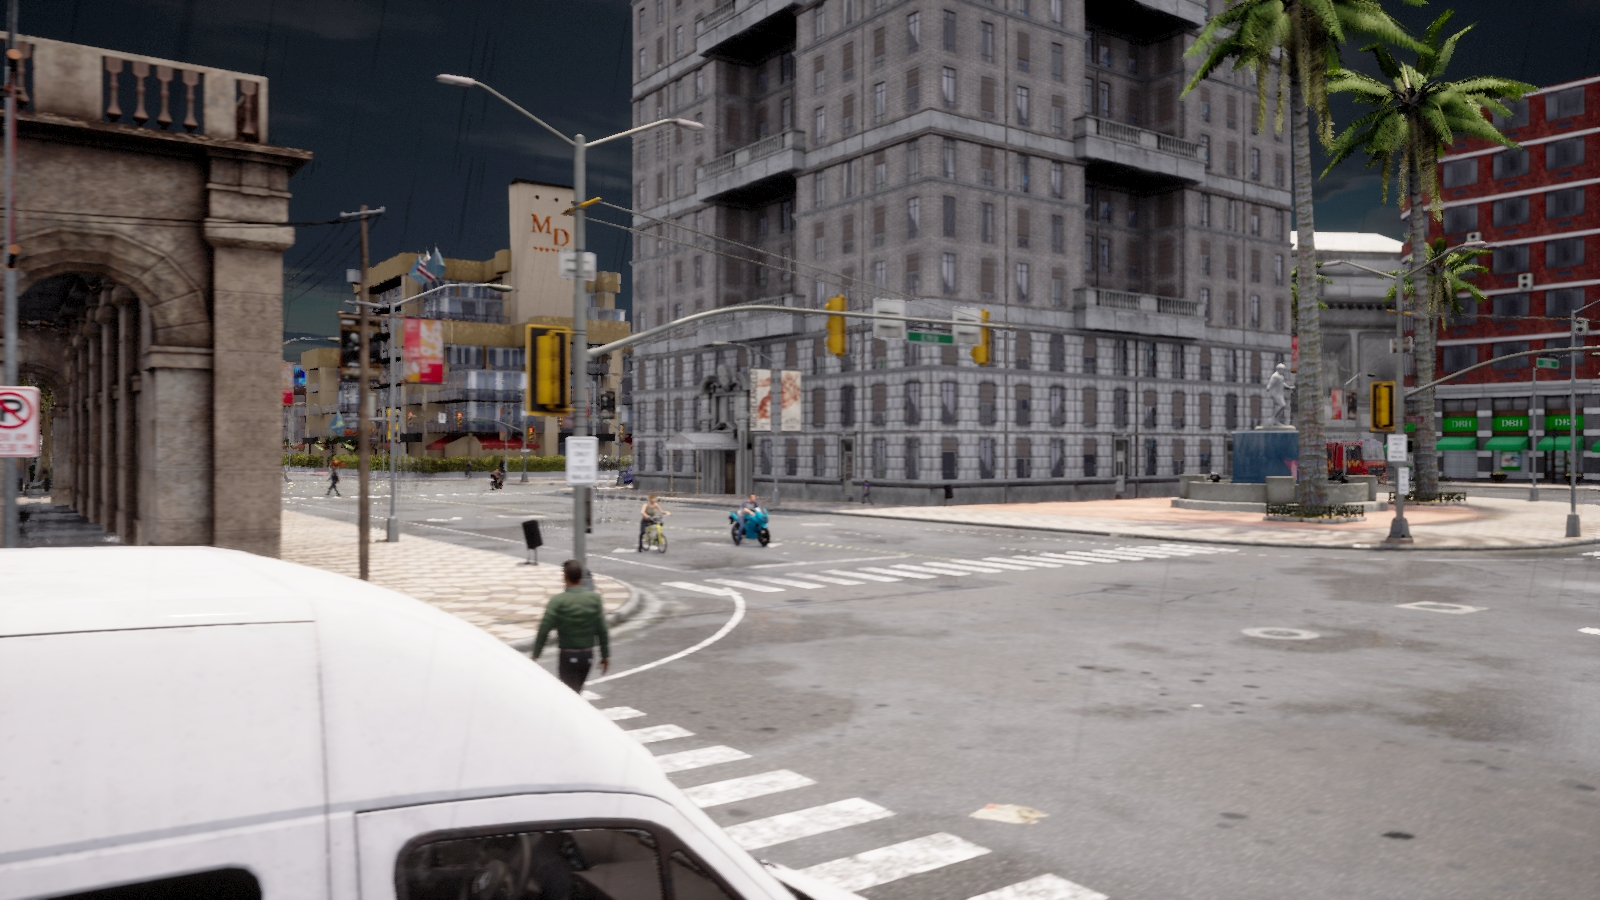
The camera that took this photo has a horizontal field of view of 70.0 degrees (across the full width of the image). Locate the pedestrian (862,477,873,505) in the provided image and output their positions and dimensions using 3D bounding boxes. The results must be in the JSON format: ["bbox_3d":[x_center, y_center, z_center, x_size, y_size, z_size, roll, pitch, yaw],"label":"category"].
[{"bbox_3d":[3.232,1.975,55.048,0.375,1.300,0.375,0,0,-43],"label":"pedestrian"}]

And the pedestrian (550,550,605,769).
[{"bbox_3d":[-1.988,1.847,10.195,0.375,1.860,0.375,0,0,-31],"label":"pedestrian"}]

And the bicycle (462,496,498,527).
[{"bbox_3d":[-11.830,2.255,42.175,0.859,1.080,1.487,0,0,-34],"label":"bicycle"}]

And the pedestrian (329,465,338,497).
[{"bbox_3d":[-27.636,1.848,67.704,0.375,1.860,0.375,0,0,42],"label":"pedestrian"}]

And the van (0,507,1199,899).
[{"bbox_3d":[-1.804,1.535,2.527,5.915,2.561,1.988,0,0,-35],"label":"van"}]
